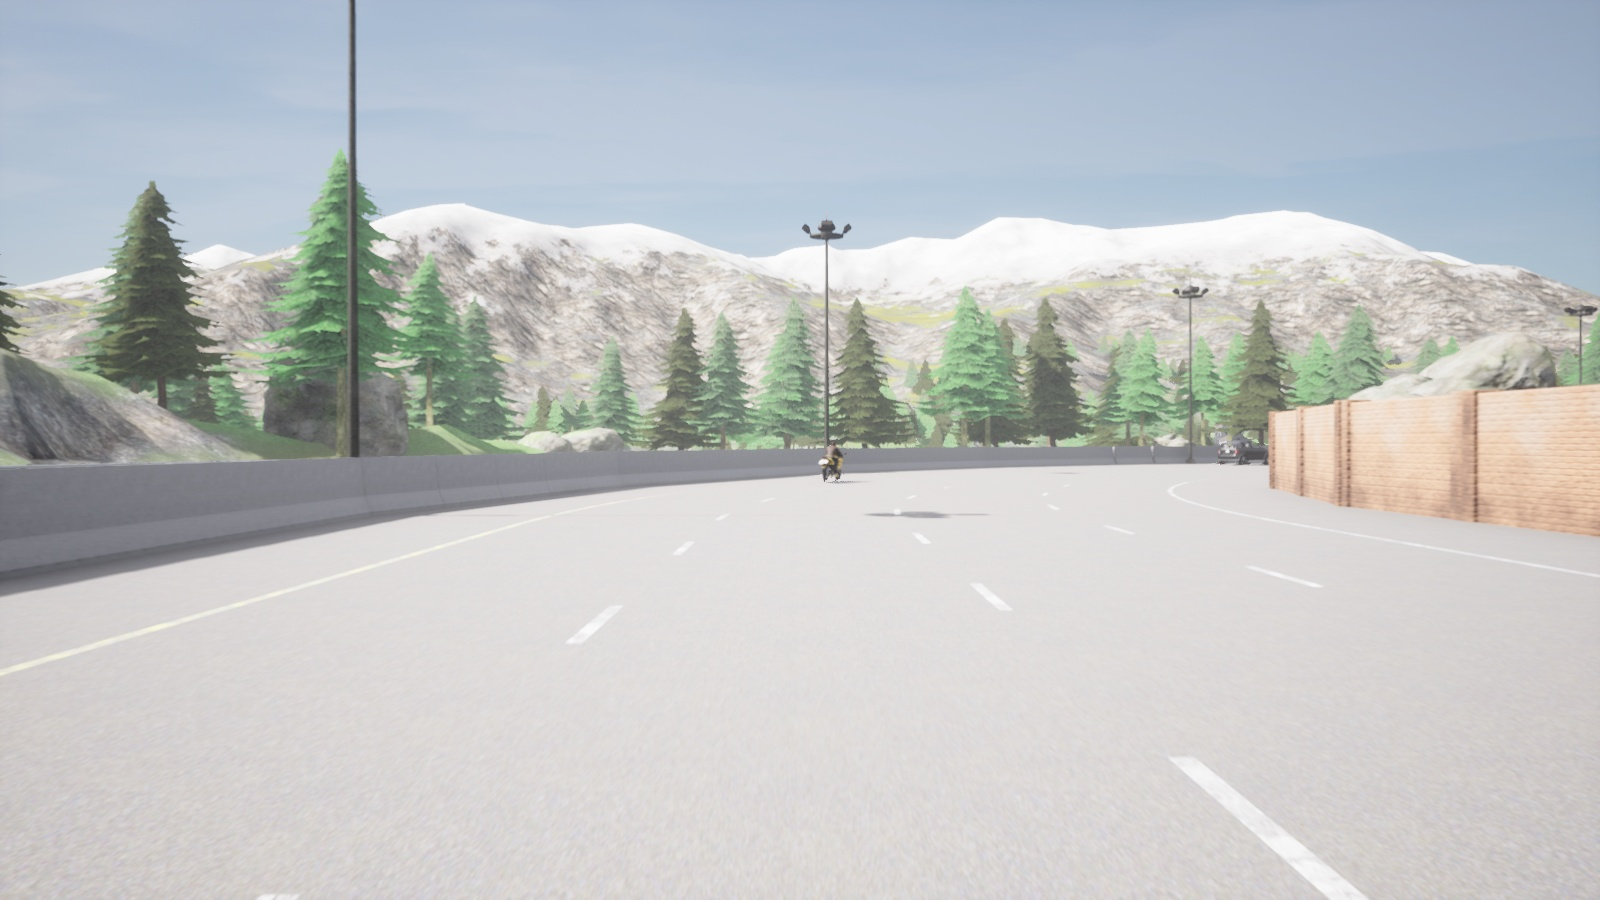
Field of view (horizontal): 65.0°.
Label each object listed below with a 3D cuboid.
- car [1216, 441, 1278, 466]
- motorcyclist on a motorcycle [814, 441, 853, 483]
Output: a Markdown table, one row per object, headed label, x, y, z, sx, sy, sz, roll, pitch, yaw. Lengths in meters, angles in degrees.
| label | x | y | z | sx | sy | sz | roll | pitch | yaw |
| --- | --- | --- | --- | --- | --- | --- | --- | --- | --- |
| car | 28.468 | 0.224 | 79.957 | 3.705 | 1.549 | 1.789 | 0 | 0 | -33 |
| motorcyclist on a motorcycle | 1.247 | 0.424 | 46.678 | 0.797 | 1.523 | 2.044 | 1 | 1 | 21 |
